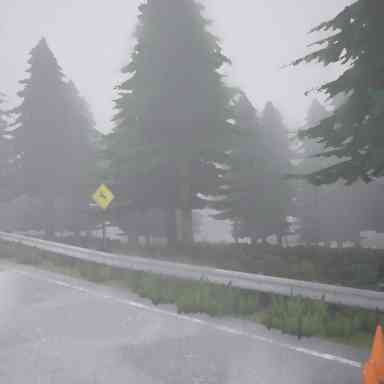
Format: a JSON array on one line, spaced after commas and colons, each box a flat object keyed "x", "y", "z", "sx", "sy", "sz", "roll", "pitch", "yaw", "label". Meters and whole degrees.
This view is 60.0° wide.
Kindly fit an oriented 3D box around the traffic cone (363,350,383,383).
[{"x": 1.778, "y": 1.956, "z": 3.283, "sx": 0.340, "sy": 0.580, "sz": 0.340, "roll": 0, "pitch": 0, "yaw": 34, "label": "traffic cone"}]

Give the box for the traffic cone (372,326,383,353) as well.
[{"x": 2.323, "y": 1.956, "z": 4.118, "sx": 0.340, "sy": 0.580, "sz": 0.340, "roll": 0, "pitch": 0, "yaw": 34, "label": "traffic cone"}]
